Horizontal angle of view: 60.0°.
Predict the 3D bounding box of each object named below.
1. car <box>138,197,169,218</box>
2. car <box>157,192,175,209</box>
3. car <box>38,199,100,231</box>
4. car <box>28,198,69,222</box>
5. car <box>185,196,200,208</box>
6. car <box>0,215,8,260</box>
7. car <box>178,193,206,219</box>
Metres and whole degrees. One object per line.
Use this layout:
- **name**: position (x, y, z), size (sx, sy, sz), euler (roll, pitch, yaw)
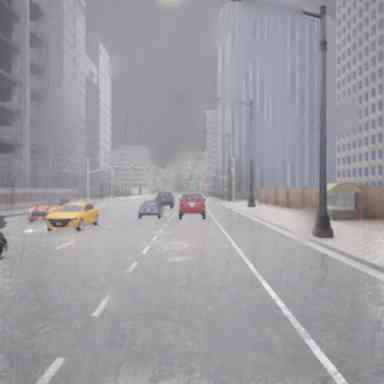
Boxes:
- **car**: position (-3.385, 1.424, 28.194), size (2.033, 1.411, 5.357), euler (0, 0, -1)
- **car**: position (-3.427, 1.030, 43.206), size (2.150, 2.045, 5.566), euler (0, 0, 1)
- **car**: position (-7.010, 1.390, 20.016), size (1.882, 1.535, 5.008), euler (0, 0, 0)
- **car**: position (-10.487, 1.242, 25.202), size (2.097, 1.767, 4.553), euler (0, 0, 0)
- **car**: position (0.087, 1.329, 44.907), size (1.812, 1.442, 4.674), euler (0, 0, 0)
- **car**: position (-7.088, 1.523, 9.351), size (1.994, 1.385, 4.181), euler (0, 0, 0)
- **car**: position (0.031, 1.100, 28.161), size (2.150, 2.045, 5.566), euler (0, 1, 0)
